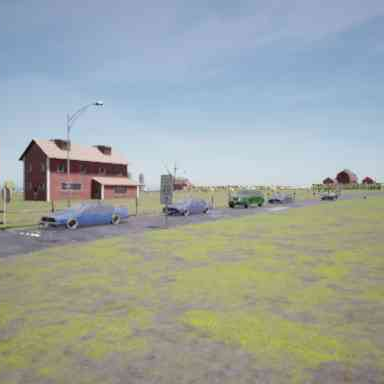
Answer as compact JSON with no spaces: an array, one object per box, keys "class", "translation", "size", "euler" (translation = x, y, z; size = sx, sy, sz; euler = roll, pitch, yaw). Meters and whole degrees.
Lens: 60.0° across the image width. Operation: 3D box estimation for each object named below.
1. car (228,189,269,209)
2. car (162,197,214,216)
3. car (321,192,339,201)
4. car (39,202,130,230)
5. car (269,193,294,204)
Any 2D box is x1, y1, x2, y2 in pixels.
[{"class":"car","translation":[6.121,0.689,36.796],"size":[2.150,2.045,5.566],"euler":[1,1,36]},{"class":"car","translation":[-0.199,1.174,28.134],"size":[2.033,1.411,5.357],"euler":[1,1,36]},{"class":"car","translation":[22.749,0.725,54.658],"size":[1.895,1.301,4.718],"euler":[1,1,36]},{"class":"car","translation":[-6.197,1.322,19.952],"size":[2.033,1.411,5.357],"euler":[1,1,37]},{"class":"car","translation":[12.200,0.859,45.081],"size":[2.033,1.411,5.357],"euler":[1,1,37]}]
